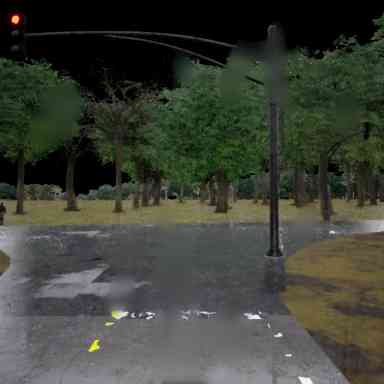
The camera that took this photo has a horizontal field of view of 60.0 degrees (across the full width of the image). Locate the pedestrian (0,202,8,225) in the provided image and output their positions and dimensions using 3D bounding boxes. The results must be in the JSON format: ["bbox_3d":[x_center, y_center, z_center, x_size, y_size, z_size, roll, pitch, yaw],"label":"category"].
[{"bbox_3d":[-15.242,1.718,26.758,0.375,1.860,0.375,0,-1,0],"label":"pedestrian"}]
